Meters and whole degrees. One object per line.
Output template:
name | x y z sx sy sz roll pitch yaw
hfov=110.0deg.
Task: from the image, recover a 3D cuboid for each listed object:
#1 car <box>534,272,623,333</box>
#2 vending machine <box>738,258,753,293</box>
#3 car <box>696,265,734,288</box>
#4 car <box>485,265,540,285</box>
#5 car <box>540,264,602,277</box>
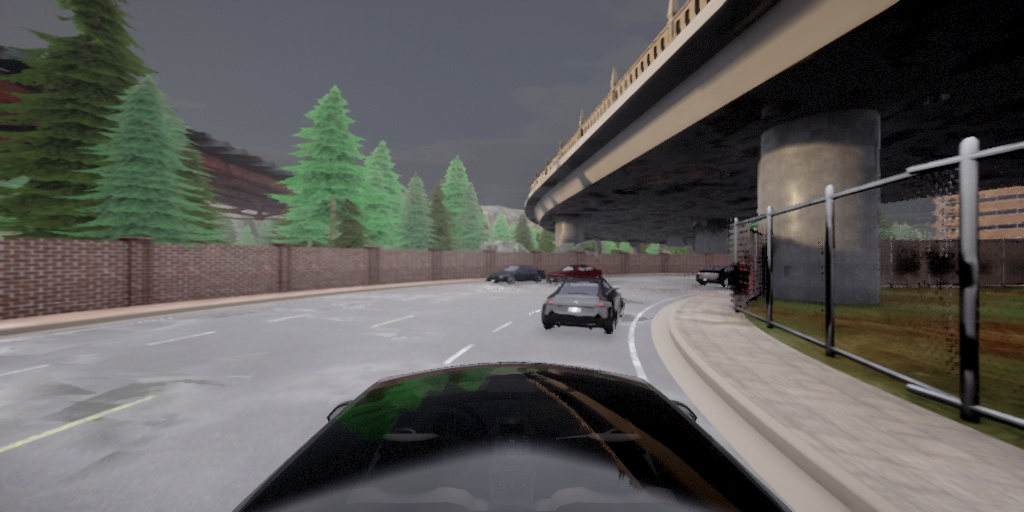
car | 2.312 1.366 11.128 1.994 1.385 4.181 0 0 20
vending machine | 12.925 1.085 19.659 0.880 2.100 1.100 0 0 -39
car | 15.163 1.417 25.446 4.902 1.511 2.128 0 0 -30
car | 0.468 1.409 27.580 2.033 1.411 5.357 0 0 44
car | 4.670 1.356 26.650 5.008 1.535 1.882 0 -1 -41
